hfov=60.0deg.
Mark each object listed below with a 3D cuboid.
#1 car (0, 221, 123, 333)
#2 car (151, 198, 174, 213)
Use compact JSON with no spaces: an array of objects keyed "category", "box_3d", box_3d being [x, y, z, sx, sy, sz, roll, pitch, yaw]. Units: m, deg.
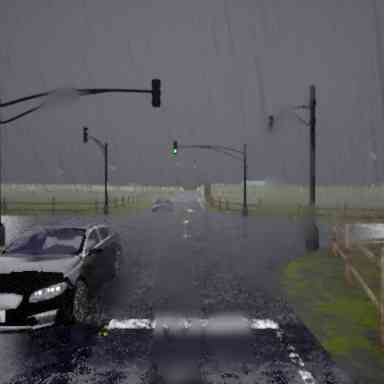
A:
[{"category":"car","box_3d":[-2.751,1.430,7.037,2.128,1.511,4.902,0,1,0]},{"category":"car","box_3d":[-2.790,1.281,32.566,2.033,1.411,5.357,0,1,0]}]
